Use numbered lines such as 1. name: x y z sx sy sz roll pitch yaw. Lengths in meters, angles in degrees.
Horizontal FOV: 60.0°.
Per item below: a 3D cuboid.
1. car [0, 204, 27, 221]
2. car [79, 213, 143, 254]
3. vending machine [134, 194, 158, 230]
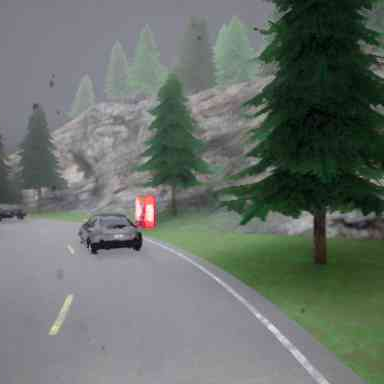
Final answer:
1. car: -15.858 1.691 27.812 4.718 1.301 1.895 0 0 36
2. car: -3.485 1.576 13.856 1.994 1.385 4.181 0 0 -25
3. vending machine: -2.803 1.196 20.227 1.100 2.100 0.880 0 0 -34
